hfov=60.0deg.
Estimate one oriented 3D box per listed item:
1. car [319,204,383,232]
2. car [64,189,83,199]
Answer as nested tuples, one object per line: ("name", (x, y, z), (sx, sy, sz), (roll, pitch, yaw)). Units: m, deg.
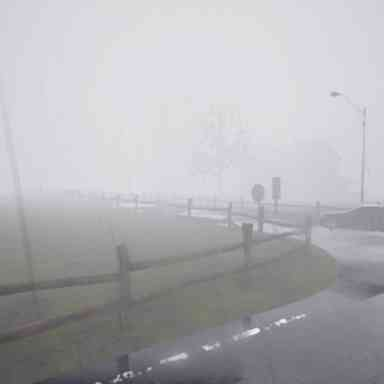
("car", (8.962, 1.365, 16.977), (4.674, 1.442, 1.812), (2, 3, 37))
("car", (-18.068, 0.297, 50.422), (2.128, 1.511, 4.902), (1, 1, -35))
